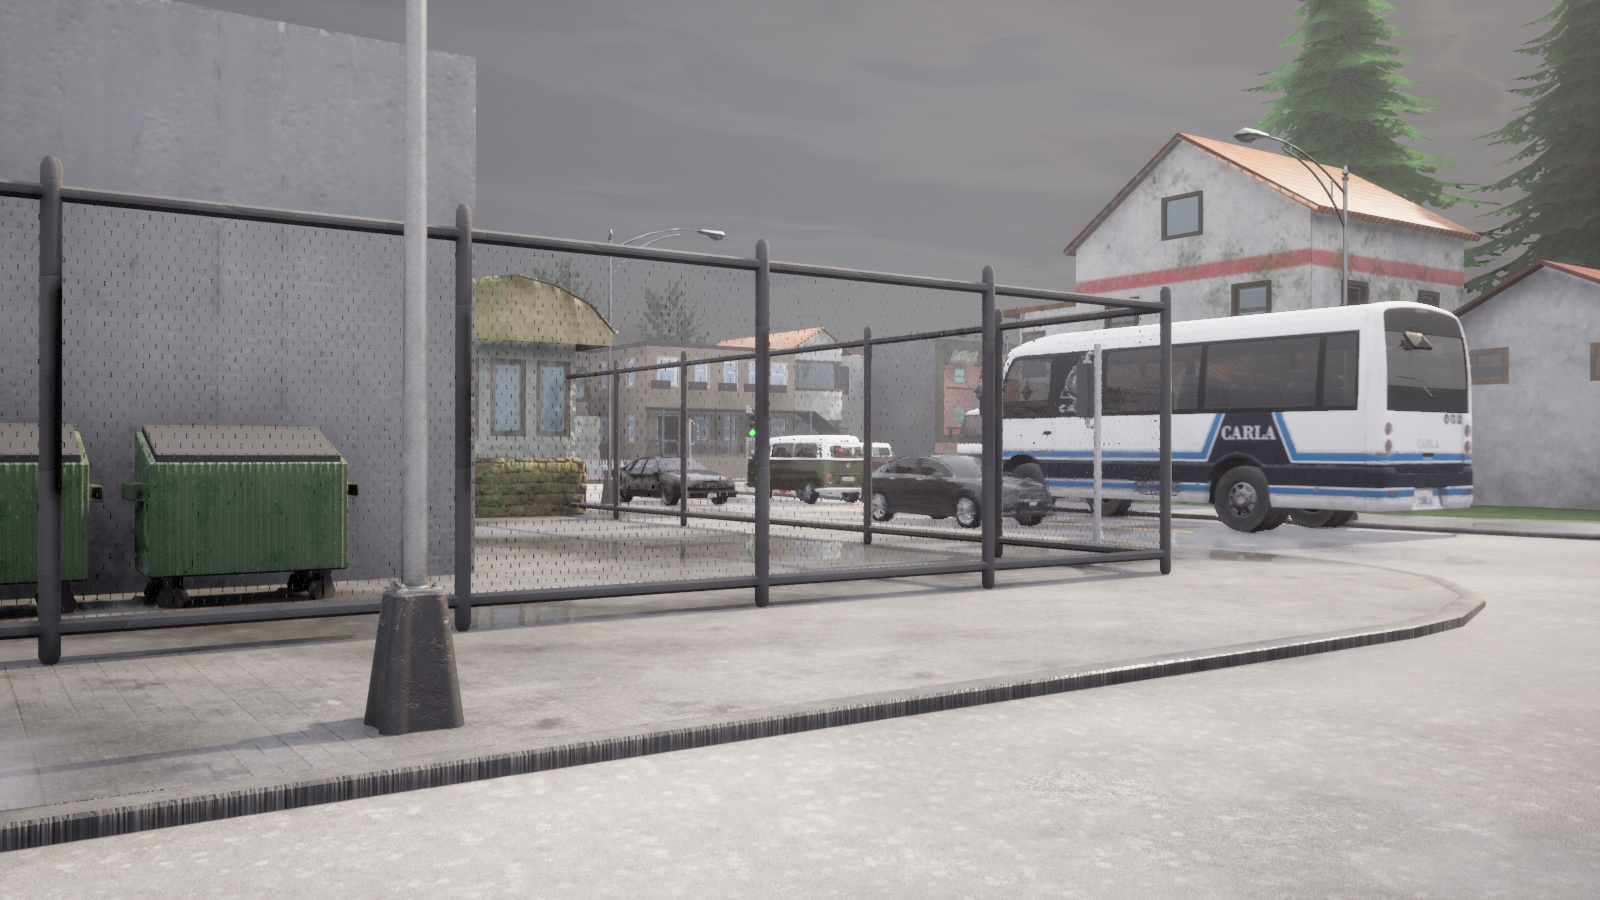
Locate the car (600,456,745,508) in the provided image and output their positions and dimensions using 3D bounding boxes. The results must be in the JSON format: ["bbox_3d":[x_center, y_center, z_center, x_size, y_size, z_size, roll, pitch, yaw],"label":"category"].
[{"bbox_3d":[-3.843,0.891,36.991,2.033,1.411,5.357,0,0,-33],"label":"car"}]

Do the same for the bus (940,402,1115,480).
[{"bbox_3d":[13.355,-0.481,73.224,10.273,4.253,3.944,0,0,-35],"label":"bus"}]

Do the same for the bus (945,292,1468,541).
[{"bbox_3d":[8.022,-0.583,26.734,3.944,4.253,10.273,0,0,-35],"label":"bus"}]

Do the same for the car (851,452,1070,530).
[{"bbox_3d":[3.271,0.809,26.577,1.837,1.490,4.892,0,-1,-33],"label":"car"}]

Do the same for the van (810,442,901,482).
[{"bbox_3d":[2.929,0.624,66.090,4.480,2.038,2.069,0,0,-35],"label":"van"}]

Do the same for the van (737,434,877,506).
[{"bbox_3d":[0.150,0.565,38.167,2.069,2.038,4.480,0,0,-35],"label":"van"}]
